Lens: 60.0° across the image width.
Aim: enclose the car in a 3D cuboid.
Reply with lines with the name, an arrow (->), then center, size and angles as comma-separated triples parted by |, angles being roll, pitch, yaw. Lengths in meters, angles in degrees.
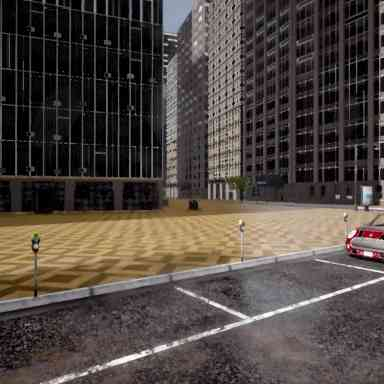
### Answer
car -> 7.205, 1.437, 11.691 | 4.097, 1.590, 1.967 | 0, 0, -35
